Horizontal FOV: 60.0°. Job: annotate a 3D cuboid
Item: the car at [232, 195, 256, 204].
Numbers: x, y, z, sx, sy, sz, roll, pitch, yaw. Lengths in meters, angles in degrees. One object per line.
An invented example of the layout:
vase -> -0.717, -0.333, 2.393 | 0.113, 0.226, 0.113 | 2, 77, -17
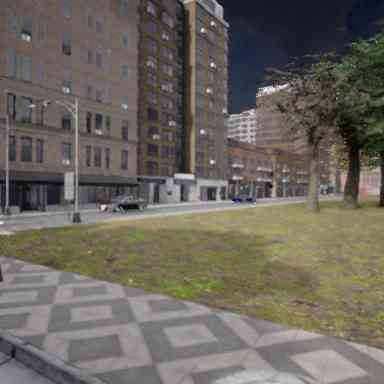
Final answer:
car -> 7.788, 1.061, 49.697 | 1.895, 1.301, 4.718 | 0, 1, 36

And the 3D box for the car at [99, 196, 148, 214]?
car -> -6.162, 1.115, 30.284 | 2.128, 1.511, 4.902 | 0, 1, 36
